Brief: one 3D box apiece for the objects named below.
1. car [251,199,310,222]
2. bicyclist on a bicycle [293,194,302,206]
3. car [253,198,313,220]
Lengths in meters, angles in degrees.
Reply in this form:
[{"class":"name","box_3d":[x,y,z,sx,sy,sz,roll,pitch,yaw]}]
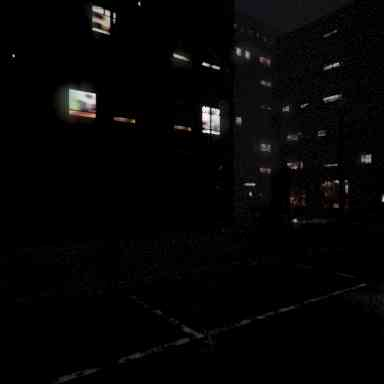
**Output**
[{"class":"car","box_3d":[6.254,1.342,24.195,2.008,1.369,4.403,1,0,-36]},{"class":"bicyclist on a bicycle","box_3d":[11.503,1.011,36.215,1.656,1.620,0.582,0,1,-36]},{"class":"car","box_3d":[7.302,1.295,27.141,1.812,1.442,4.674,0,1,-36]}]
